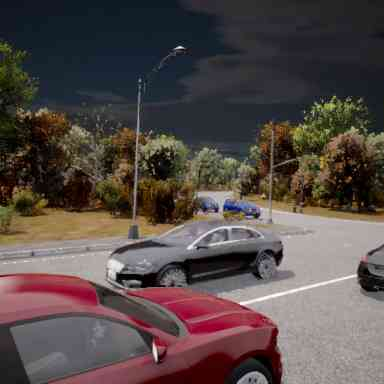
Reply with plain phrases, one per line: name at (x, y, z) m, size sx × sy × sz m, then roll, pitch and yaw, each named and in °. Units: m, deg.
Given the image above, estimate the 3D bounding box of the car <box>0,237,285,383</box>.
car at (-1.334, 1.479, 2.794) m, size 5.008 × 1.535 × 1.882 m, roll 0°, pitch 0°, yaw -36°

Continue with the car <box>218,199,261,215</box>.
car at (5.447, 1.849, 37.170) m, size 2.150 × 2.045 × 5.566 m, roll 3°, pitch -1°, yaw -22°

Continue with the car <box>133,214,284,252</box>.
car at (0.289, 1.525, 8.513) m, size 4.902 × 1.511 × 2.128 m, roll 1°, pitch 0°, yaw -36°

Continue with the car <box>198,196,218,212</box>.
car at (1.942, 1.696, 46.767) m, size 2.150 × 2.045 × 5.566 m, roll 3°, pitch 1°, yaw -18°

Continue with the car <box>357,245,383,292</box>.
car at (5.815, 1.666, 7.949) m, size 4.181 × 1.385 × 1.994 m, roll 1°, pitch -1°, yaw -35°
